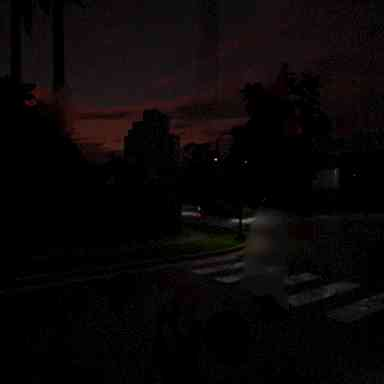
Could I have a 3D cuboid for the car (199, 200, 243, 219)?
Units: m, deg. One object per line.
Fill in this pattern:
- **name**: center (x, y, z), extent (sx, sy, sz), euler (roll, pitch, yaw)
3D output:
- **car**: center (2.538, 1.548, 30.162), extent (1.837, 1.490, 4.892), euler (0, 0, -36)
